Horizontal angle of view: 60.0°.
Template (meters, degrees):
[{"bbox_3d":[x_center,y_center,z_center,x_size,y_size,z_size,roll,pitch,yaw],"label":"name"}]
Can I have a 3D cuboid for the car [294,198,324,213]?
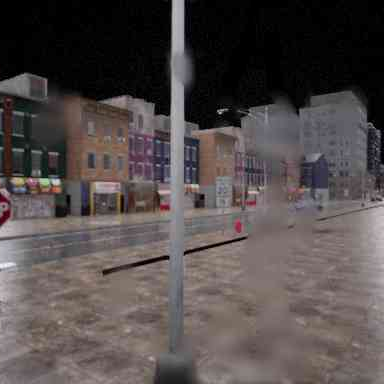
[{"bbox_3d":[13.735,1.646,38.485,2.033,1.411,5.357,1,0,36],"label":"car"}]

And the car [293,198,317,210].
[{"bbox_3d":[15.582,1.604,45.741,1.837,1.490,4.892,1,0,36],"label":"car"}]
